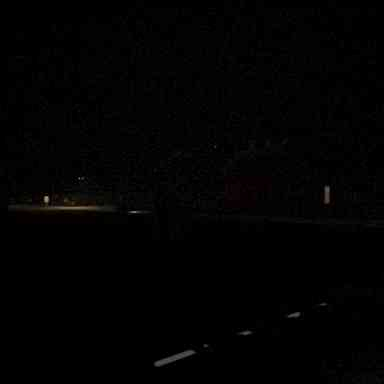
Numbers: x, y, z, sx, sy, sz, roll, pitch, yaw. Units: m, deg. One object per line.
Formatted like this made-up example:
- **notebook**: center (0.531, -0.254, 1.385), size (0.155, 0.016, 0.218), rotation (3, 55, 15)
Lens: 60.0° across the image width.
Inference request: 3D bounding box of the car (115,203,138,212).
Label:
- **car**: center (-11.000, 2.538, 55.434), size (2.033, 1.411, 5.357), rotation (1, -2, -36)
